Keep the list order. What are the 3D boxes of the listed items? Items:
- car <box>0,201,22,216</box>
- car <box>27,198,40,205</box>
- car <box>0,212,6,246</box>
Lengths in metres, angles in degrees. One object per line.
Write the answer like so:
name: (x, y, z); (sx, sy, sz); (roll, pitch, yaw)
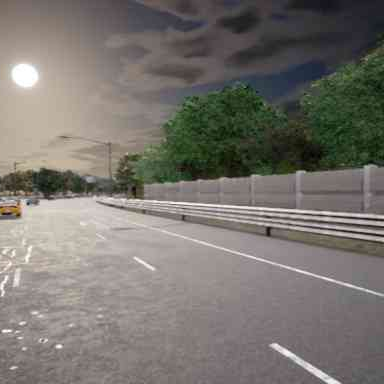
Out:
car: (-18.444, 1.637, 33.797); (1.882, 1.535, 5.008); (-1, 0, -25)
car: (-31.225, 1.819, 65.370); (1.994, 1.385, 4.181); (-1, 0, -20)
car: (-8.263, 1.672, 12.327); (1.895, 1.301, 4.718); (-1, 0, -26)
